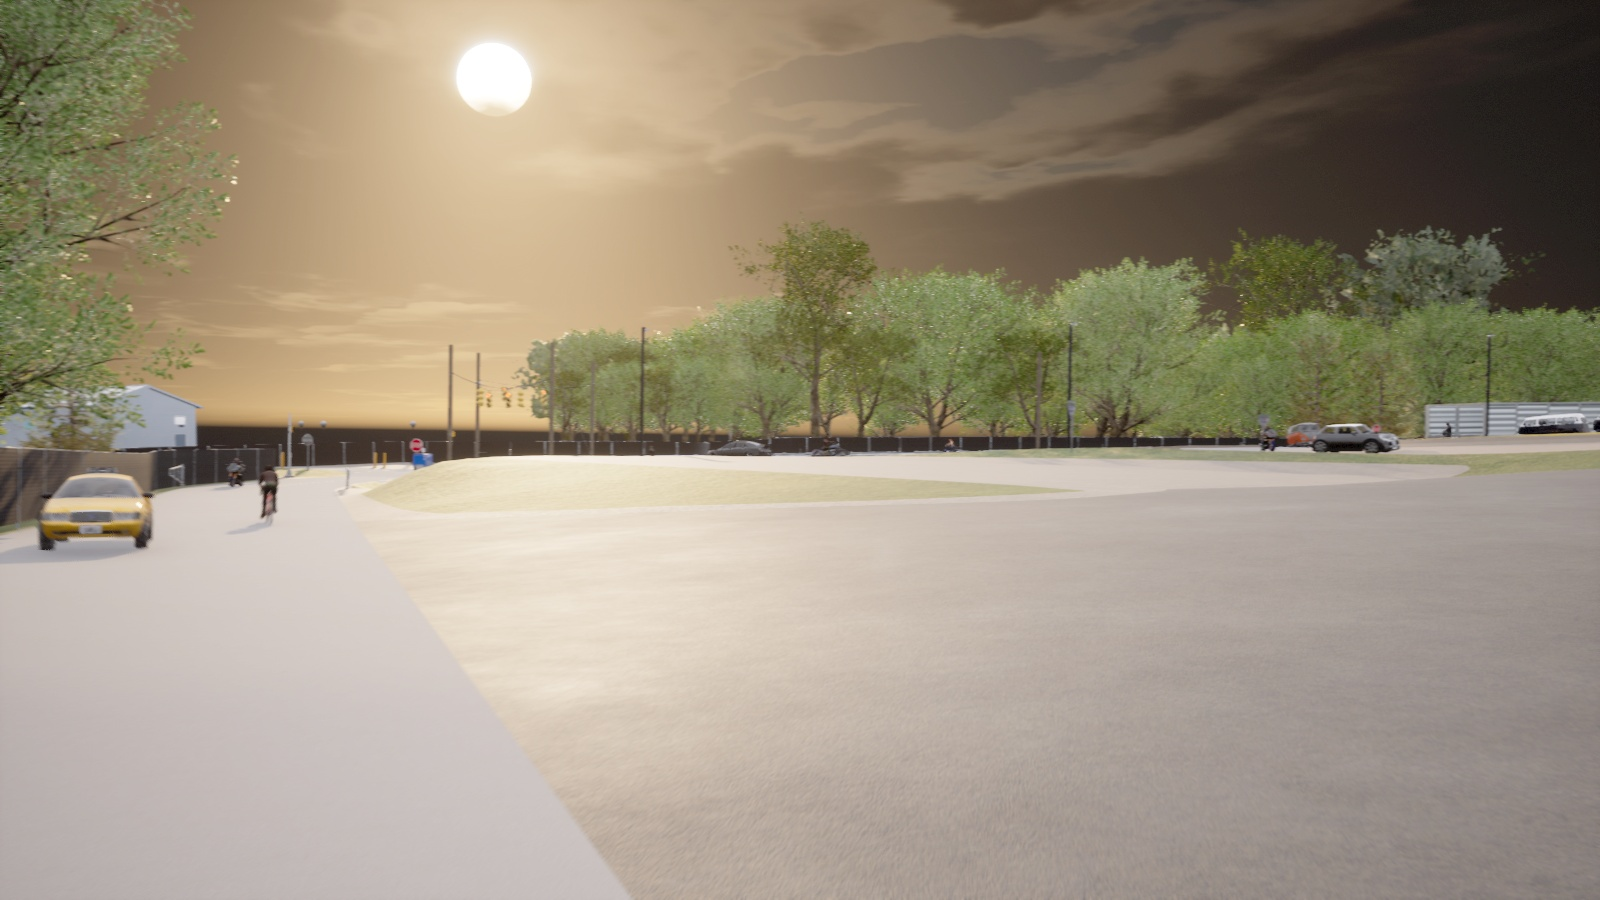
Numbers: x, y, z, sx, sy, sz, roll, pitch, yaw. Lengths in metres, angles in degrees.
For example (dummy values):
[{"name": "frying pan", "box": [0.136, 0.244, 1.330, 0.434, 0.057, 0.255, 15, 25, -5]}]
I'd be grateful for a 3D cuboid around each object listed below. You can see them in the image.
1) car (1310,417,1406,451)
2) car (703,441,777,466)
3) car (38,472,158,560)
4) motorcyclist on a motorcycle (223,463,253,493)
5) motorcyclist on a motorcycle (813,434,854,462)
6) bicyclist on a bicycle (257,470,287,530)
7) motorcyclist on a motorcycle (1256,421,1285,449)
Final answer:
[{"name": "car", "box": [27.625, -0.792, 62.215, 1.970, 1.475, 3.806, -6, 4, -43]}, {"name": "car", "box": [-4.160, 0.221, 87.006, 4.892, 1.490, 1.837, -3, -1, 30]}, {"name": "car", "box": [-14.119, 1.234, 25.500, 1.801, 1.575, 5.366, 0, -1, -26]}, {"name": "motorcyclist on a motorcycle", "box": [-28.996, 1.434, 64.851, 0.866, 1.530, 2.191, 1, 0, -9]}, {"name": "motorcyclist on a motorcycle", "box": [2.089, -0.127, 78.462, 2.350, 1.649, 0.766, -3, -1, 23]}, {"name": "bicyclist on a bicycle", "box": [-14.719, 1.369, 34.978, 0.582, 1.620, 1.656, 1, -1, -29]}, {"name": "motorcyclist on a motorcycle", "box": [26.658, -0.850, 71.171, 0.866, 1.530, 2.191, -3, 0, 4]}]
